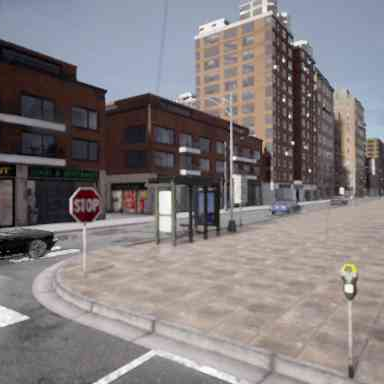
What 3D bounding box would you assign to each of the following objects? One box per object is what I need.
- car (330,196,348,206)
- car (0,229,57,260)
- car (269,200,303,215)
[{"bbox_3d":[23.120,1.370,52.227,2.128,1.511,4.902,0,0,35],"label":"car"},{"bbox_3d":[-6.701,1.581,10.236,1.895,1.301,4.718,0,0,35],"label":"car"},{"bbox_3d":[9.323,1.471,32.793,2.033,1.411,5.357,0,0,35],"label":"car"}]
